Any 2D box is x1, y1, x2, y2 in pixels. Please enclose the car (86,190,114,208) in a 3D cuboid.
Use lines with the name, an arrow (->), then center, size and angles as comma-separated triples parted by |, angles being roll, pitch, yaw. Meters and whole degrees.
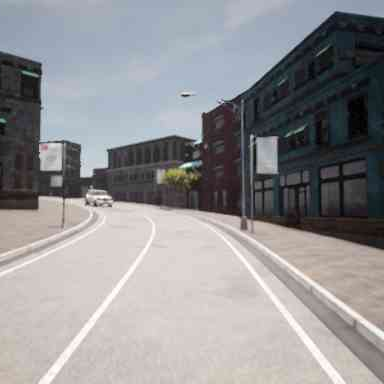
car -> -11.584, 0.785, 41.426 | 2.150, 2.045, 5.566 | 2, 0, -33
